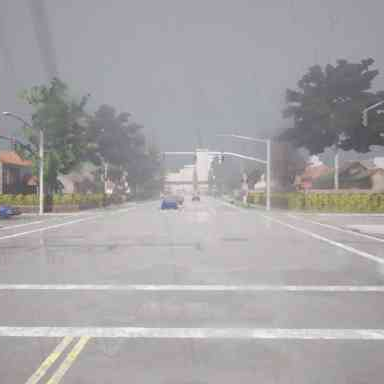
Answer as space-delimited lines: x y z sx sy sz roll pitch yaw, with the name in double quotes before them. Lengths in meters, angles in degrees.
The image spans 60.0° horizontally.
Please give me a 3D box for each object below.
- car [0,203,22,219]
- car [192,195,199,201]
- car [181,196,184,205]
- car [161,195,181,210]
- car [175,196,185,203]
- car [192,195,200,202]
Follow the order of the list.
"car" -17.005 1.547 27.473 5.357 1.411 2.033 0 0 4
"car" 1.032 1.514 89.479 1.812 1.442 4.674 0 0 0
"car" -2.766 1.355 57.223 2.097 1.767 4.553 0 0 1
"car" -2.871 1.478 43.269 1.882 1.535 5.008 0 0 0
"car" -2.584 1.540 71.943 2.033 1.411 5.357 0 0 0
"car" 0.964 1.500 79.081 1.837 1.490 4.892 0 0 0
